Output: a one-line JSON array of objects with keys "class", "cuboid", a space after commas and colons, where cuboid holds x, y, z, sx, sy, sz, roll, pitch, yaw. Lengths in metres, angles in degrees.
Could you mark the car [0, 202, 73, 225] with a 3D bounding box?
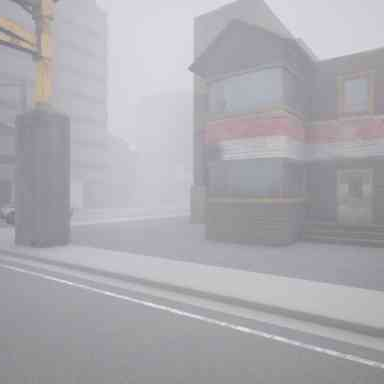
[{"class": "car", "cuboid": [-10.705, 1.453, 23.515, 2.038, 1.542, 4.974, 0, 0, 16]}]
